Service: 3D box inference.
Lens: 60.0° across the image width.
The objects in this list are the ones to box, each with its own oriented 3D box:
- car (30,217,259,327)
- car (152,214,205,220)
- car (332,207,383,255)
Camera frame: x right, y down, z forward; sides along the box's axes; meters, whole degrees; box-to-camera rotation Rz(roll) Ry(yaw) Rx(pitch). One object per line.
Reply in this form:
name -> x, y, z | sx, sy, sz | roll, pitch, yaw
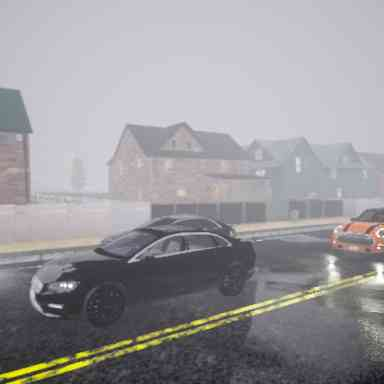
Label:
car -> -0.733, 1.517, 7.130 | 4.902, 1.511, 2.128 | 0, 0, -35
car -> -0.622, 1.545, 11.196 | 4.892, 1.490, 1.837 | 1, 0, -35
car -> 7.524, 1.404, 13.027 | 4.553, 1.767, 2.097 | 0, 0, -35
